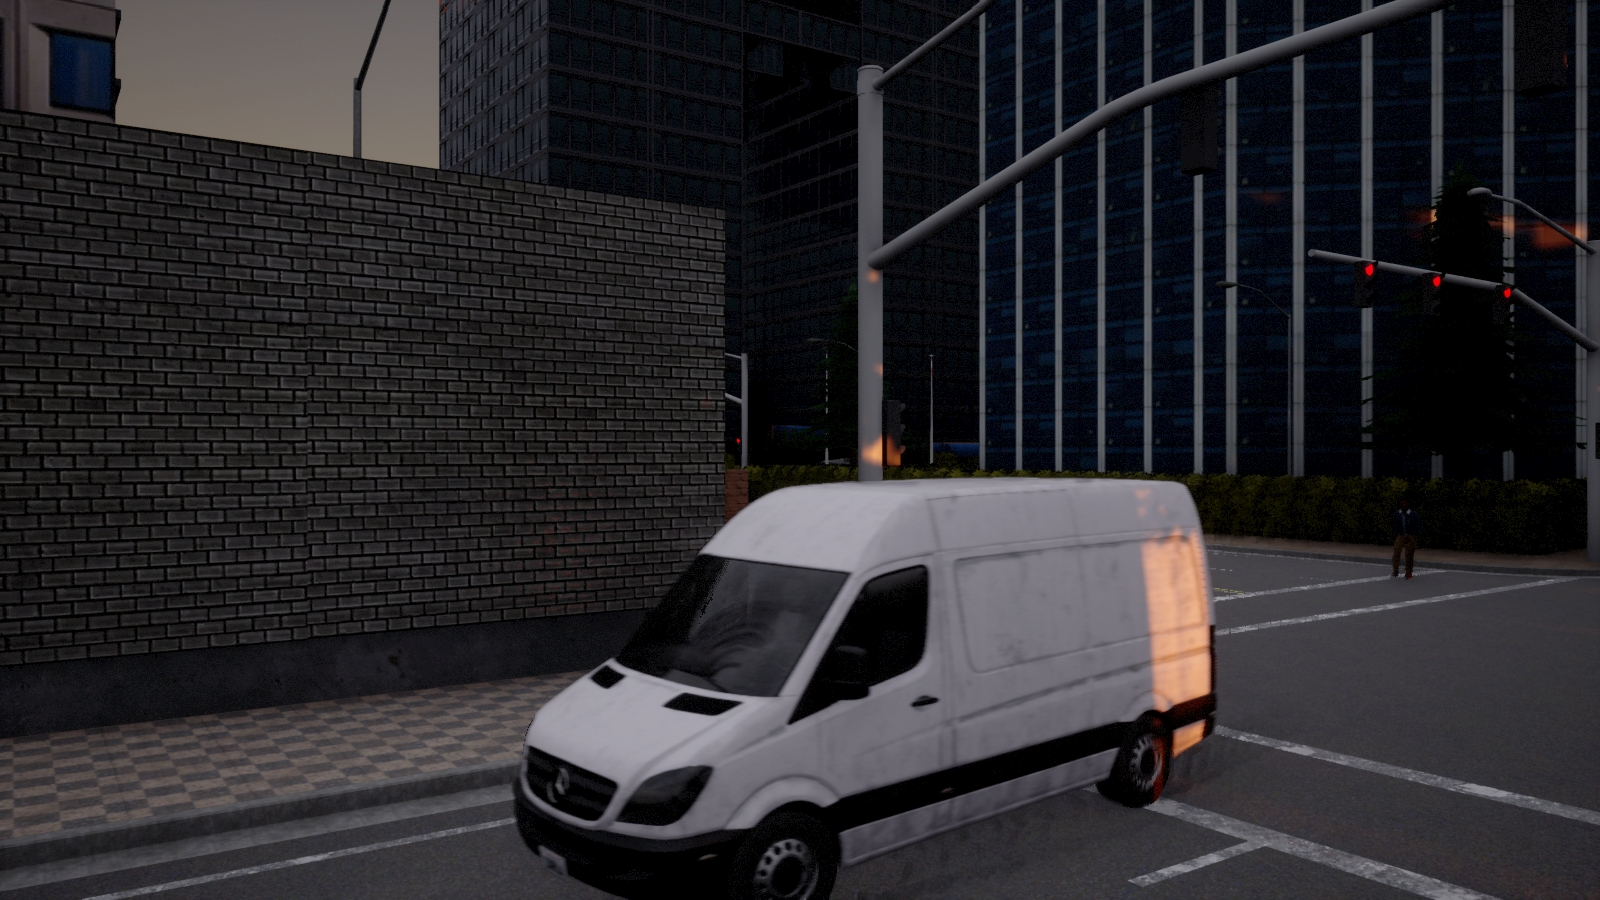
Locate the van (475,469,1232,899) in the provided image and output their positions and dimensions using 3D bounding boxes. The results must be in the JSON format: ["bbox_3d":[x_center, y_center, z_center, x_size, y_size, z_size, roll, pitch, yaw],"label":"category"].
[{"bbox_3d":[0.788,1.477,8.577,5.915,2.561,1.988,0,0,-41],"label":"van"}]

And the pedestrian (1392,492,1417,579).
[{"bbox_3d":[13.109,1.848,24.791,0.375,1.860,0.375,0,0,-43],"label":"pedestrian"}]
